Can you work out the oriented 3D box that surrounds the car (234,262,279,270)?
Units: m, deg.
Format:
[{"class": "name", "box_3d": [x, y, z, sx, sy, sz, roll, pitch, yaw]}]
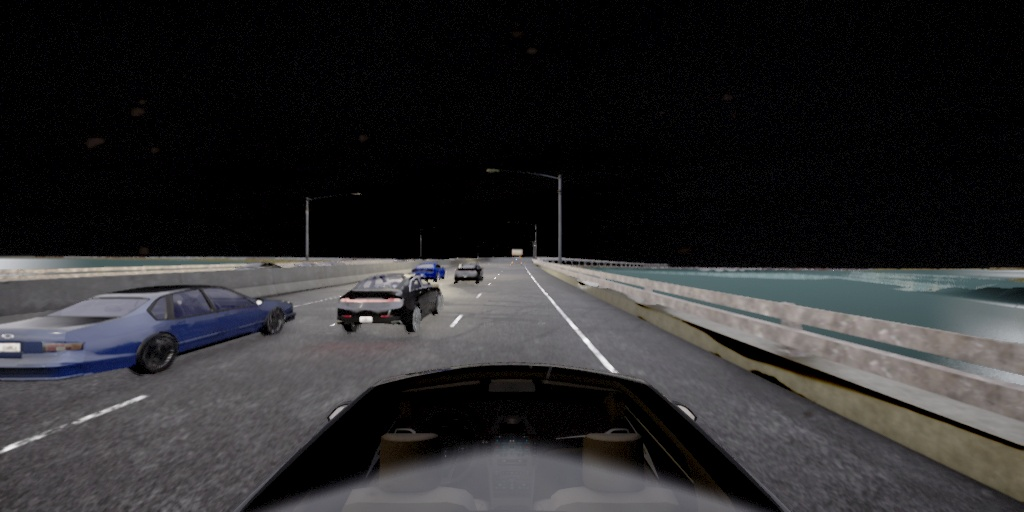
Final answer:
[{"class": "car", "box_3d": [-24.379, 1.324, 34.484, 1.837, 1.490, 4.892, 0, 0, 1]}]

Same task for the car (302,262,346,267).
[{"class": "car", "box_3d": [-17.382, 1.311, 34.339, 2.128, 1.511, 4.902, 0, 0, 1]}]

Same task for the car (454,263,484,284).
[{"class": "car", "box_3d": [-3.266, 1.298, 27.806, 2.128, 1.511, 4.902, 0, 0, 1]}]

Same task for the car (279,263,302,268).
[{"class": "car", "box_3d": [-20.855, 1.387, 36.157, 1.994, 1.385, 4.181, 0, 0, 1]}]

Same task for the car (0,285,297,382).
[{"class": "car", "box_3d": [-6.903, 1.311, 7.455, 2.033, 1.411, 5.357, 0, 0, 0]}]

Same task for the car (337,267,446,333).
[{"class": "car", "box_3d": [-3.386, 1.264, 10.777, 2.128, 1.511, 4.902, 0, 0, 0]}]

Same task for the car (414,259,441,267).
[{"class": "car", "box_3d": [-6.747, 1.287, 29.398, 1.882, 1.535, 5.008, 0, 0, 1]}]
